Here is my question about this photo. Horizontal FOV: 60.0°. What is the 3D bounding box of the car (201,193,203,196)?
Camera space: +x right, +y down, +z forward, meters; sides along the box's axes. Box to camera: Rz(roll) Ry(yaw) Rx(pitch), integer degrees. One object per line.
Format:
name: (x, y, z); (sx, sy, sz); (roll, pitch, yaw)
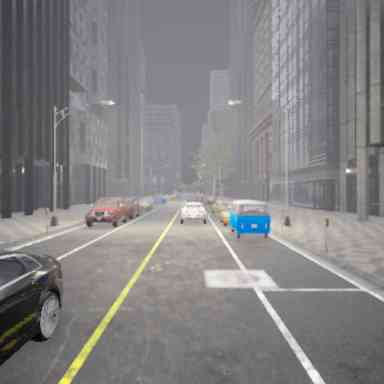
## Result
car: (2.854, 1.382, 56.612); (1.967, 1.590, 4.097); (0, 0, 0)

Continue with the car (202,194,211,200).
car: (2.855, 1.385, 50.973); (1.967, 1.590, 4.097); (0, 0, 0)

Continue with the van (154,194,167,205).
van: (-5.671, 1.283, 56.626); (1.690, 1.788, 3.998); (0, 0, 0)

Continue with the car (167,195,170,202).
car: (-5.672, 1.506, 62.265); (1.947, 1.339, 4.313); (0, 0, 0)

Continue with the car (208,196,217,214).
car: (2.864, 1.496, 34.257); (1.752, 1.417, 4.829); (0, 0, 1)

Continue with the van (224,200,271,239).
van: (2.858, 1.337, 17.132); (1.690, 1.788, 3.998); (0, 0, 0)

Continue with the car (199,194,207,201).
car: (2.851, 1.393, 84.810); (1.967, 1.590, 4.097); (0, 0, 0)

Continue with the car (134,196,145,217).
car: (-5.668, 1.296, 28.434); (2.192, 1.841, 5.009); (0, 0, 0)

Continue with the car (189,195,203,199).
car: (0.097, 1.513, 46.469); (1.994, 1.385, 4.181); (0, 0, 0)

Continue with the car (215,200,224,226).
car: (2.858, 1.514, 22.944); (1.752, 1.417, 4.829); (0, 0, 0)

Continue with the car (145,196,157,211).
car: (-5.670, 1.488, 39.502); (1.752, 1.417, 4.829); (0, 0, 1)

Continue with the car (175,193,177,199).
car: (-5.675, 1.538, 90.461); (1.802, 1.307, 4.206); (0, 0, 0)

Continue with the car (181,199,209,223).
car: (0.099, 1.512, 25.510); (1.812, 1.442, 4.674); (0, 0, 0)

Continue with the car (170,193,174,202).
car: (-5.674, 1.385, 73.544); (1.967, 1.590, 4.097); (0, 0, 0)

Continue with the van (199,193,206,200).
van: (2.850, 1.297, 90.450); (1.690, 1.788, 3.998); (0, 0, 0)

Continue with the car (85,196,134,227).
car: (-5.668, 1.304, 22.794); (2.192, 1.841, 5.009); (0, 0, 0)

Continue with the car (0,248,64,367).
car: (-3.076, 1.493, 3.711); (2.128, 1.511, 4.902); (0, 0, 0)
